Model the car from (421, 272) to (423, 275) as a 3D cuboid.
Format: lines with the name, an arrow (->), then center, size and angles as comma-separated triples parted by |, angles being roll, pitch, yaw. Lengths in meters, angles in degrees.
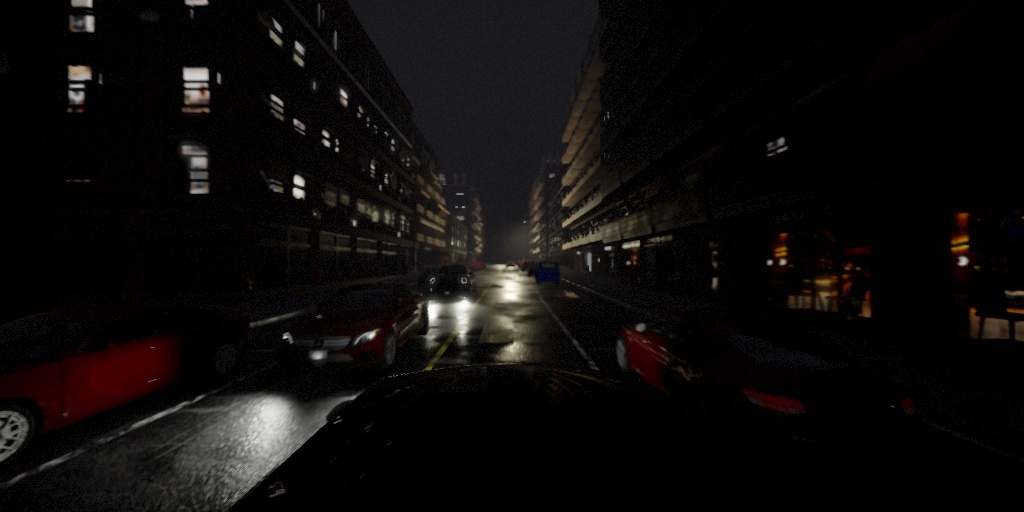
car -> -5.788, 1.502, 27.079 | 1.948, 1.339, 4.313 | 0, 0, 0

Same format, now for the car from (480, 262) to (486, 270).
car -> -5.938, 1.692, 60.505 | 1.888, 1.381, 4.507 | 0, 0, 0

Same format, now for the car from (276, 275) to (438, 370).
car -> -3.105, 1.330, 8.039 | 1.812, 1.442, 4.674 | 0, 0, 0

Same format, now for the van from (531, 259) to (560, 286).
van -> 2.592, 1.237, 27.078 | 1.690, 1.789, 3.998 | 0, 0, 0

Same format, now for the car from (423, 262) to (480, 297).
car -> -3.157, 1.230, 19.658 | 2.097, 1.767, 4.553 | 0, 0, 0

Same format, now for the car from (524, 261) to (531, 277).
car -> 2.543, 1.512, 38.219 | 1.888, 1.381, 4.507 | 0, 0, 0

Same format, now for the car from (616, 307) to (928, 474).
car -> 2.692, 1.339, 4.793 | 1.802, 1.307, 4.207 | 0, 0, 0

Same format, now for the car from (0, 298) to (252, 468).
car -> -5.689, 1.341, 4.796 | 1.888, 1.381, 4.507 | 0, 0, 0

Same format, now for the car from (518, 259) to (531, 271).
car -> 2.468, 1.387, 54.932 | 2.192, 1.841, 5.009 | 0, 0, 0
